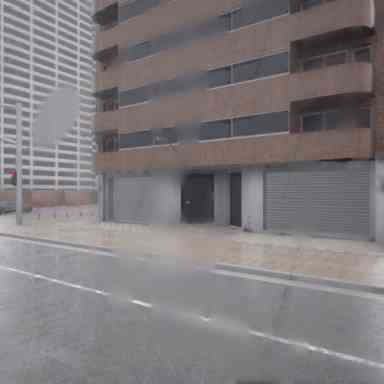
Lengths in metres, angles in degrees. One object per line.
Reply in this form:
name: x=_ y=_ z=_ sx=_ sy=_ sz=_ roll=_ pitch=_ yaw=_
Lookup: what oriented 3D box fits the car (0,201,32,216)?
car: x=-18.268 y=1.564 z=33.144 sx=1.994 sy=1.385 sz=4.181 roll=0 pitch=0 yaw=34
